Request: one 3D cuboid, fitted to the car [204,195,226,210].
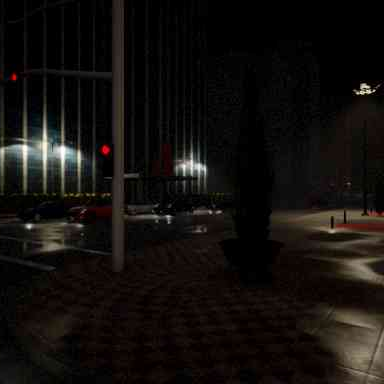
[{"bbox_3d":[4.109,1.492,42.483,2.128,1.511,4.902,0,0,35],"label":"car"}]

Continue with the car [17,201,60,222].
[{"bbox_3d":[-11.255,1.478,26.586,1.882,1.535,5.008,0,0,35],"label":"car"}]

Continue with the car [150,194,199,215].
[{"bbox_3d":[-1.731,1.352,34.126,2.097,1.767,4.553,0,0,35],"label":"car"}]

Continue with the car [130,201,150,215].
[{"bbox_3d":[-5.593,1.601,34.712,1.895,1.301,4.718,0,0,35],"label":"car"}]

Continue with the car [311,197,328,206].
[{"bbox_3d":[20.488,1.505,53.430,1.837,1.490,4.892,0,0,35],"label":"car"}]

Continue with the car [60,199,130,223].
[{"bbox_3d":[-7.420,1.352,25.965,2.097,1.767,4.553,0,0,35],"label":"car"}]

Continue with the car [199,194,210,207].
[{"bbox_3d":[0.539,1.221,43.485,2.150,2.045,5.566,0,0,35],"label":"car"}]
